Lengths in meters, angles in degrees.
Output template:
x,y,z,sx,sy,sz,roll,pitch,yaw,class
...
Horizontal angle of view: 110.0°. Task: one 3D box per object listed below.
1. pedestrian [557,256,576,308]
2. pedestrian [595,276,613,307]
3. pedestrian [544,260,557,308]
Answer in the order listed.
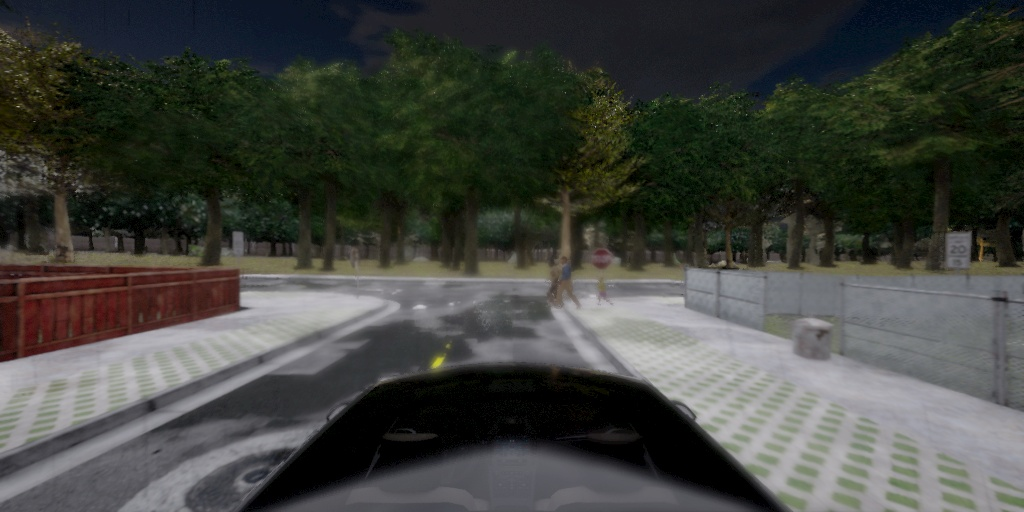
x,y,z,sx,sy,sz,roll,pitch,yaw,class
1.812,0.857,11.966,0.375,1.860,0.375,-1,2,0,pedestrian
3.208,1.235,12.577,0.500,1.100,0.500,-1,2,0,pedestrian
1.510,1.006,13.170,0.375,1.860,0.375,-1,2,0,pedestrian
